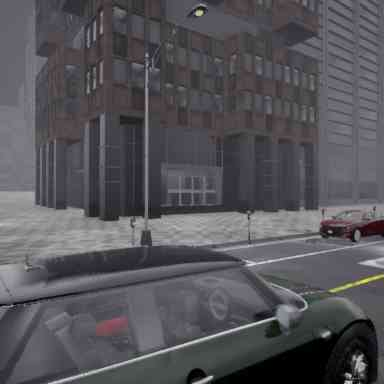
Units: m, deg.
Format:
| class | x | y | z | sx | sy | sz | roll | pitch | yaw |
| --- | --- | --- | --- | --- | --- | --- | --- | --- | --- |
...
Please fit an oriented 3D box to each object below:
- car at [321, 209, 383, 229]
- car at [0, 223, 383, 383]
| class | x | y | z | sx | sy | sz | roll | pitch | yaw |
| --- | --- | --- | --- | --- | --- | --- | --- | --- | --- |
| car | 8.034 | 1.546 | 16.252 | 4.507 | 1.381 | 1.887 | 0 | 0 | -35 |
| car | -0.103 | 1.351 | 3.360 | 4.553 | 1.767 | 2.097 | 0 | 0 | -36 |
